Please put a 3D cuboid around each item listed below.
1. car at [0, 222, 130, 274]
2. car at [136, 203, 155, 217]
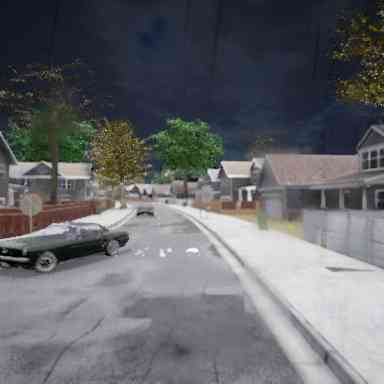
[{"bbox_3d":[-4.240,1.725,11.275,1.895,1.301,4.718,0,0,26],"label":"car"},{"bbox_3d":[-4.913,1.898,35.483,2.033,1.411,5.357,0,-1,-6],"label":"car"}]
